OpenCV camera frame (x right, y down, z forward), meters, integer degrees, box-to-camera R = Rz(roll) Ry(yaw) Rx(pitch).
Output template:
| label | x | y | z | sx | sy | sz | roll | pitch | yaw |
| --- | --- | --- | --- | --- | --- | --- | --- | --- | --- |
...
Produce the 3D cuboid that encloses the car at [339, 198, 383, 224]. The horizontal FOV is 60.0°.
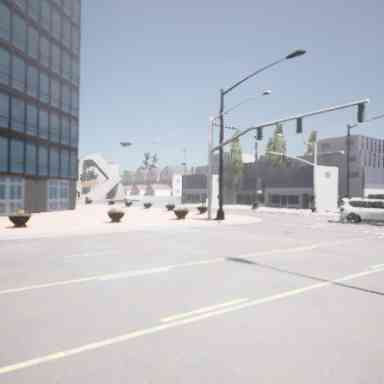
| label | x | y | z | sx | sy | sz | roll | pitch | yaw |
| --- | --- | --- | --- | --- | --- | --- | --- | --- | --- |
| car | 13.930 | 1.533 | 24.709 | 5.566 | 2.045 | 2.150 | 0 | 1 | 41 |
